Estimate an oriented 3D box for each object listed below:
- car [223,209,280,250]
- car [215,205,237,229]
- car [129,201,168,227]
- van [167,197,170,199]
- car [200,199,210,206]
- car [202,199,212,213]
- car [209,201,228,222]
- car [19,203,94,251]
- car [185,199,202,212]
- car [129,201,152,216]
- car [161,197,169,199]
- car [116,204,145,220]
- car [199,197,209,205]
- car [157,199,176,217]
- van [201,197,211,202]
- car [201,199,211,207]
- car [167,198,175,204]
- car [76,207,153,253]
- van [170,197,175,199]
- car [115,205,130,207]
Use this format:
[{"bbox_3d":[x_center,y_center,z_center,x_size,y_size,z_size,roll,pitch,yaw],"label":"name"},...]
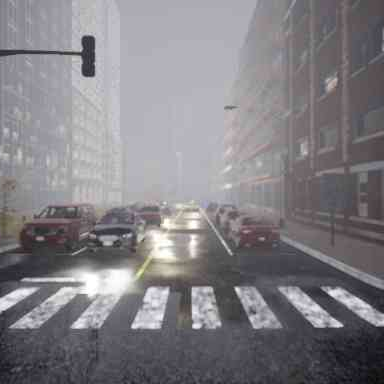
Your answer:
[{"bbox_3d":[2.680,1.683,14.993,1.887,1.381,4.507,0,-1,0],"label":"car"},{"bbox_3d":[2.679,1.734,20.520,1.887,1.381,4.507,0,-1,0],"label":"car"},{"bbox_3d":[-3.090,1.706,24.763,1.882,1.535,5.008,0,-1,0],"label":"car"},{"bbox_3d":[-5.715,1.962,64.740,1.690,1.788,3.998,0,-1,0],"label":"van"},{"bbox_3d":[2.665,2.228,70.266,2.008,1.369,4.403,0,-1,0],"label":"car"},{"bbox_3d":[2.672,1.966,42.630,1.947,1.339,4.313,0,-1,0],"label":"car"},{"bbox_3d":[2.676,1.681,26.048,1.967,1.590,4.097,0,-1,0],"label":"car"},{"bbox_3d":[-5.701,1.453,14.994,2.192,1.841,5.009,0,-1,0],"label":"car"},{"bbox_3d":[-0.015,2.028,45.321,1.895,1.301,4.718,0,-1,0],"label":"car"},{"bbox_3d":[-5.707,1.786,37.102,1.967,1.590,4.097,0,-1,0],"label":"car"},{"bbox_3d":[-5.712,2.110,59.211,1.887,1.381,4.507,0,-1,0],"label":"car"},{"bbox_3d":[-5.705,1.859,31.574,1.947,1.339,4.313,0,-1,0],"label":"car"},{"bbox_3d":[2.661,2.049,75.797,2.192,1.841,5.009,0,-1,0],"label":"car"},{"bbox_3d":[-3.097,1.818,35.246,2.128,1.511,4.902,0,0,0],"label":"car"},{"bbox_3d":[2.667,1.906,59.214,1.690,1.788,3.998,0,-1,0],"label":"van"},{"bbox_3d":[2.667,2.166,64.740,1.887,1.381,4.507,0,-1,0],"label":"car"},{"bbox_3d":[-5.721,2.459,92.375,2.008,1.369,4.403,0,-1,0],"label":"car"},{"bbox_3d":[-3.106,1.625,14.479,2.128,1.511,4.902,0,-1,-2],"label":"car"},{"bbox_3d":[-5.719,2.132,81.321,1.690,1.788,3.998,0,-1,0],"label":"van"},{"bbox_3d":[-5.703,1.785,26.046,1.887,1.381,4.507,0,-1,0],"label":"car"}]
